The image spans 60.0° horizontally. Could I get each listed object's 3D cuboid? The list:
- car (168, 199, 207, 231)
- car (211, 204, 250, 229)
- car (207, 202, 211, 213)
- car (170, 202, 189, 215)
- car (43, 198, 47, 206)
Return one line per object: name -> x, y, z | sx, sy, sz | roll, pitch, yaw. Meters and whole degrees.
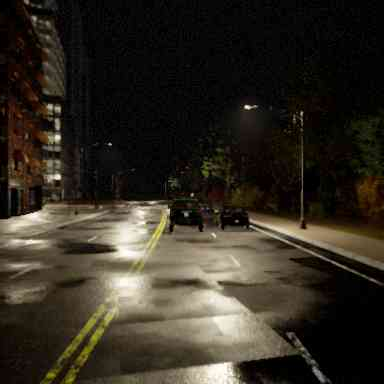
car -> -0.456, 1.470, 22.574 | 2.150, 2.045, 5.566 | 0, 0, -3
car -> 2.742, 1.730, 23.574 | 1.882, 1.535, 5.008 | 0, -1, -3
car -> 1.613, 1.980, 40.918 | 2.033, 1.411, 5.357 | 0, -1, -5
car -> -1.640, 1.985, 40.880 | 2.033, 1.411, 5.357 | 0, -1, -5
car -> -27.462, 1.723, 57.660 | 4.097, 1.590, 1.967 | 1, -1, -13
